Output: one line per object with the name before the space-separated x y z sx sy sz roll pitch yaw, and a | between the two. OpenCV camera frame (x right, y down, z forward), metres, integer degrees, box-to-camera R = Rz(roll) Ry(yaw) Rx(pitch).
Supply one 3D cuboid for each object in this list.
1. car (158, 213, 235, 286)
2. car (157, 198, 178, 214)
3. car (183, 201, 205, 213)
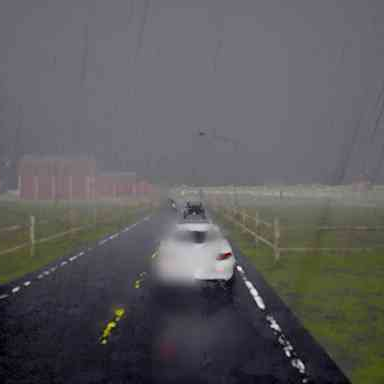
car | 0.110 1.555 9.413 1.812 1.442 4.674 0 0 0
car | -2.705 1.478 37.273 2.097 1.767 4.553 0 0 0
car | 0.204 1.592 30.474 2.128 1.511 4.902 0 0 0
